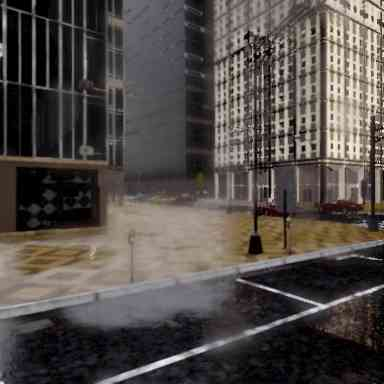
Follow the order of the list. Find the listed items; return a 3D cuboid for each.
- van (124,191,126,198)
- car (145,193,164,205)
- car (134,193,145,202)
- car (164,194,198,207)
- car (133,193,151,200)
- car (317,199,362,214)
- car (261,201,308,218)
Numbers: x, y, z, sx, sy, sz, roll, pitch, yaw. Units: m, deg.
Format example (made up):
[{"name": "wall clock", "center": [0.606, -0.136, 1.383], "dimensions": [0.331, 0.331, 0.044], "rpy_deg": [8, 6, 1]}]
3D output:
[{"name": "van", "center": [-16.959, 0.505, 77.440], "dimensions": [1.690, 1.788, 3.998], "rpy_deg": [1, 0, -38]}, {"name": "car", "center": [-4.306, 1.086, 45.802], "dimensions": [1.752, 1.417, 4.829], "rpy_deg": [1, 0, -33]}, {"name": "car", "center": [-7.828, 0.986, 55.763], "dimensions": [2.033, 1.411, 5.357], "rpy_deg": [0, 1, -34]}, {"name": "car", "center": [-1.359, 1.204, 41.304], "dimensions": [1.802, 1.307, 4.206], "rpy_deg": [1, 0, -33]}, {"name": "car", "center": [-10.369, 0.854, 68.592], "dimensions": [1.947, 1.339, 4.313], "rpy_deg": [1, 0, -36]}, {"name": "car", "center": [14.151, 1.365, 32.032], "dimensions": [1.802, 1.307, 4.206], "rpy_deg": [1, 0, -32]}, {"name": "car", "center": [7.529, 1.391, 27.344], "dimensions": [1.802, 1.307, 4.206], "rpy_deg": [1, 0, -32]}]
